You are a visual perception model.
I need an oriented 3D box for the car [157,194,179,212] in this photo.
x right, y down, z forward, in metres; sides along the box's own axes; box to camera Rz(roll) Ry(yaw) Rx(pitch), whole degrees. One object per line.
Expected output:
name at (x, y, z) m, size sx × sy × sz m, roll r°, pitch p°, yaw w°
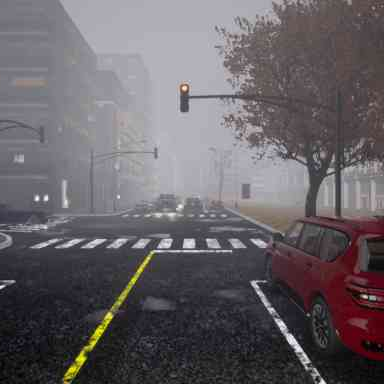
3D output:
car at (-3.020, 1.234, 40.061) m, size 2.150 × 2.045 × 5.566 m, roll 0°, pitch 0°, yaw 0°

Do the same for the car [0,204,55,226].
car at (-11.636, 1.473, 21.836) m, size 4.718 × 1.301 × 1.895 m, roll 1°, pitch 0°, yaw -4°

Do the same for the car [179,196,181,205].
car at (-2.993, 1.527, 50.079) m, size 1.837 × 1.490 × 4.892 m, roll 0°, pitch 0°, yaw 0°

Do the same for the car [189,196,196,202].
car at (0.145, 1.585, 79.830) m, size 1.812 × 1.442 × 4.674 m, roll 0°, pitch 0°, yaw 0°

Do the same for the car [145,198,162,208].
car at (-5.601, 1.572, 49.381) m, size 2.008 × 1.369 × 4.403 m, roll 0°, pitch 0°, yaw 0°

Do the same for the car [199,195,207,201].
car at (2.849, 1.619, 88.094) m, size 1.887 × 1.381 × 4.507 m, roll 0°, pitch 0°, yaw 0°

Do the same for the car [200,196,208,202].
car at (2.830, 1.582, 77.199) m, size 1.752 × 1.417 × 4.829 m, roll 0°, pitch 0°, yaw 0°

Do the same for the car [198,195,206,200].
car at (2.859, 1.635, 93.627) m, size 2.008 × 1.369 × 4.403 m, roll 0°, pitch 0°, yaw 0°

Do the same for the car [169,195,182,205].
car at (-2.960, 1.386, 60.227) m, size 2.097 × 1.767 × 4.553 m, roll 0°, pitch 0°, yaw 1°

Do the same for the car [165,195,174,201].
car at (-5.541, 1.505, 82.577) m, size 1.967 × 1.590 × 4.097 m, roll 0°, pitch 0°, yaw 0°

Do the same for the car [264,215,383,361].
car at (2.702, 1.315, 5.912) m, size 2.192 × 1.841 × 5.009 m, roll 0°, pitch 0°, yaw 0°

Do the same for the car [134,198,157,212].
car at (-5.620, 1.562, 38.315) m, size 2.008 × 1.369 × 4.403 m, roll 0°, pitch 0°, yaw 0°

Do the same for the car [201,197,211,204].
car at (2.810, 1.623, 65.963) m, size 1.802 × 1.307 × 4.206 m, roll 0°, pitch 0°, yaw 0°

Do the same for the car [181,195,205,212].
car at (0.135, 1.362, 38.228) m, size 2.097 × 1.767 × 4.553 m, roll 0°, pitch 0°, yaw 1°

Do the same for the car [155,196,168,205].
car at (-5.581, 1.475, 60.446) m, size 1.967 × 1.590 × 4.097 m, roll 0°, pitch 0°, yaw 0°

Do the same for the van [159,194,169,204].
van at (-5.571, 1.382, 65.979) m, size 1.690 × 1.788 × 3.998 m, roll 0°, pitch 0°, yaw 0°

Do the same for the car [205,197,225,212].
car at (2.760, 1.556, 38.300) m, size 1.887 × 1.381 × 4.507 m, roll 0°, pitch 0°, yaw 0°
